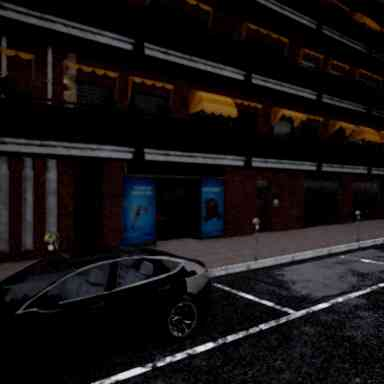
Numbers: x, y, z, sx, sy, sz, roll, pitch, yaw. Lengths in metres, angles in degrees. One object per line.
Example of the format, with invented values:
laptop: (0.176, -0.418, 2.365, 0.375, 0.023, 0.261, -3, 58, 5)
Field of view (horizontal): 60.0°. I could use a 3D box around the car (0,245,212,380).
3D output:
car: (-1.650, 1.556, 4.917, 4.313, 1.339, 1.947, -1, 1, -35)
